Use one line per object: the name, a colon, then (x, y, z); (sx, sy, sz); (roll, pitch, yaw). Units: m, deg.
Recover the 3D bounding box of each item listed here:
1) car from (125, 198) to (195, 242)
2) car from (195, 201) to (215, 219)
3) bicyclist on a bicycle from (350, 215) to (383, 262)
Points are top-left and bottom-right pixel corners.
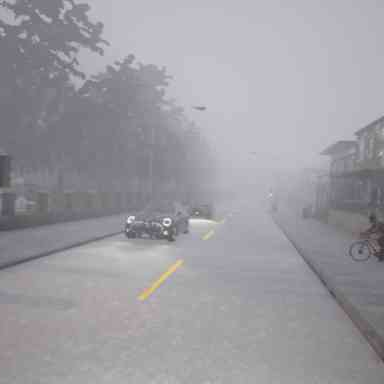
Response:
car: (-1.464, 1.204, 15.742); (2.097, 1.767, 4.553); (3, 0, 10)
car: (0.792, 1.475, 28.071); (1.994, 1.385, 4.181); (3, 0, 11)
bicyclist on a bicycle: (6.247, 1.613, 11.294); (1.656, 1.620, 0.582); (3, 0, 10)
